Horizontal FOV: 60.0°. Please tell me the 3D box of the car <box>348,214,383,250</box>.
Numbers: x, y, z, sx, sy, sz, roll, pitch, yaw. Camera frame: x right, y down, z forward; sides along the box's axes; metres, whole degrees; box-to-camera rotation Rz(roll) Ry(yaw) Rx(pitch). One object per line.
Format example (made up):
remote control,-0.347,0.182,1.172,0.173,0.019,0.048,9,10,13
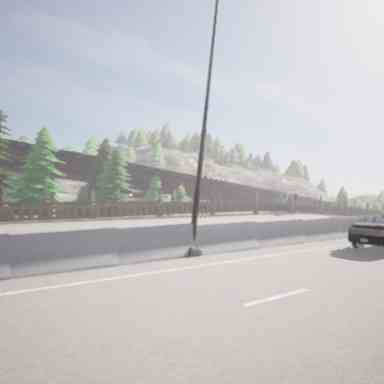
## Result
car,8.671,1.705,14.307,4.902,1.511,2.128,1,-1,-35
